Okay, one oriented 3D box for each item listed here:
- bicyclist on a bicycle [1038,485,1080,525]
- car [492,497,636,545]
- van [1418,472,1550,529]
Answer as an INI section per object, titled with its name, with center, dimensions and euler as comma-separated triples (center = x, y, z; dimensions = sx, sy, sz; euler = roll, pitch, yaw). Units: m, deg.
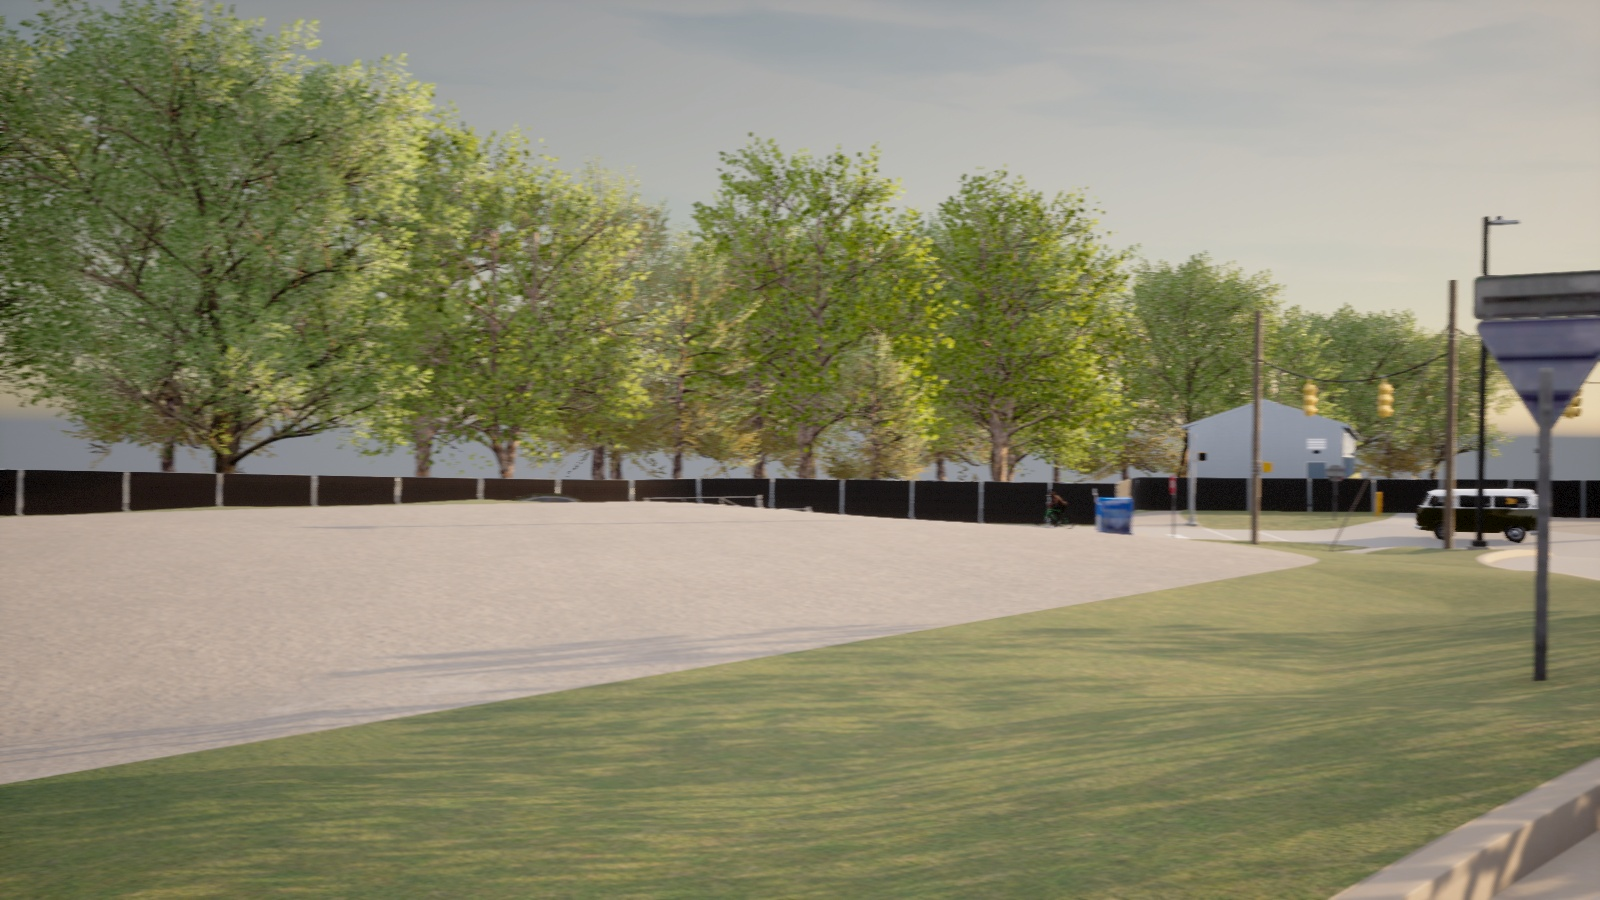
[bicyclist on a bicycle]
center = 11.016, 2.335, 53.379
dimensions = 1.656, 1.620, 0.582
euler = 0, 1, -1
[car]
center = -8.582, 2.540, 45.624
dimensions = 4.892, 1.490, 1.837
euler = 0, 1, -21
[van]
center = 26.874, 1.950, 49.497
dimensions = 4.480, 2.038, 2.069
euler = -1, 2, 27
